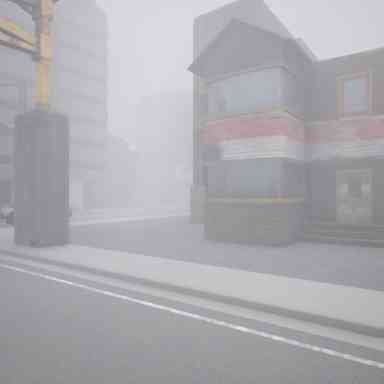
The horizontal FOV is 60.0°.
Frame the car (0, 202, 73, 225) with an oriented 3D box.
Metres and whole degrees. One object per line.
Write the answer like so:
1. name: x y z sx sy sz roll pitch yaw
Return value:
1. car: -10.732 1.453 23.536 2.038 1.542 4.974 0 0 16
